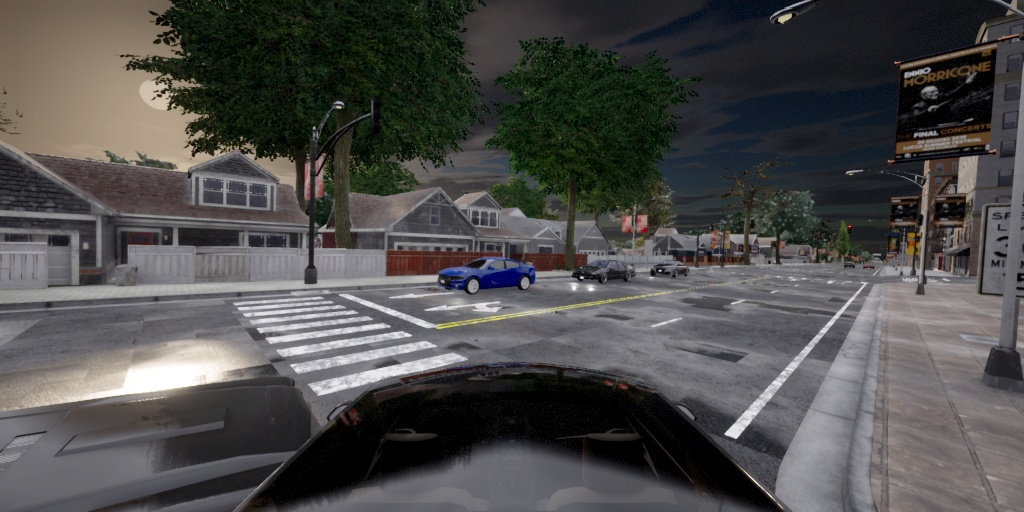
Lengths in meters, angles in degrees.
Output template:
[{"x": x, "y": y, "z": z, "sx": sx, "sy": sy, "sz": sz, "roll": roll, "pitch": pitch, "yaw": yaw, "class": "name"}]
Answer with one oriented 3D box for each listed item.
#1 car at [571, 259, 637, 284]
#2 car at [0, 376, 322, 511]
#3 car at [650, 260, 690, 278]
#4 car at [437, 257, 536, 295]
[{"x": 6.153, "y": 0.938, "z": 23.411, "sx": 5.357, "sy": 1.411, "sz": 2.033, "roll": 1, "pitch": 2, "yaw": -44, "class": "car"}, {"x": -3.315, "y": 1.280, "z": 1.351, "sx": 4.718, "sy": 1.301, "sz": 1.895, "roll": 1, "pitch": 2, "yaw": -34, "class": "car"}, {"x": 13.383, "y": 1.029, "z": 30.298, "sx": 4.181, "sy": 1.385, "sz": 1.994, "roll": 1, "pitch": 2, "yaw": -44, "class": "car"}, {"x": -1.046, "y": 0.798, "z": 16.525, "sx": 5.008, "sy": 1.535, "sz": 1.882, "roll": 0, "pitch": 2, "yaw": -44, "class": "car"}]
